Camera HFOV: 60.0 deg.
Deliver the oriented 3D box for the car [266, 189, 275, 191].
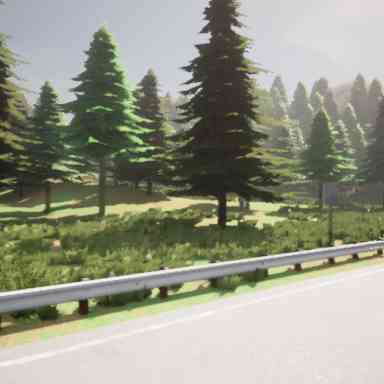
[{"bbox_3d":[12.725,0.223,55.477,4.718,1.301,1.895,5,1,16],"label":"car"}]
